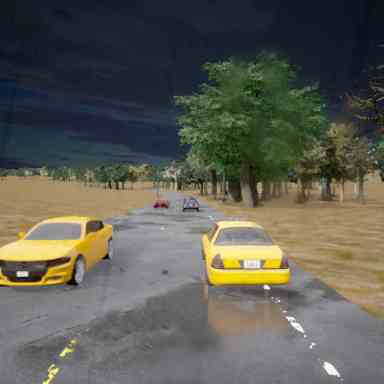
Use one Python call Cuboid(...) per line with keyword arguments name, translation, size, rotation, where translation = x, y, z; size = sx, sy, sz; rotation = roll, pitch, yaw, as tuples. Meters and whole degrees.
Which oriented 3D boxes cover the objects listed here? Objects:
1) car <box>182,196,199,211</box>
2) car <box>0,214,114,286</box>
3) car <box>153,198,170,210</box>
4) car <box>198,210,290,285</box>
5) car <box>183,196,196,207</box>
Cuboid(name="car", translation=(-0.141, 1.450, 38.206), size=(2.033, 1.411, 5.357), rotation=(0, 0, -1))
Cuboid(name="car", translation=(-3.612, 1.470, 9.579), size=(1.882, 1.535, 5.008), rotation=(0, 0, 0))
Cuboid(name="car", translation=(-3.768, 1.487, 41.512), size=(1.895, 1.301, 4.718), rotation=(0, 0, -1))
Cuboid(name="car", translation=(1.219, 1.448, 9.354), size=(1.801, 1.575, 5.366), rotation=(0, 0, 0))
Cuboid(name="car", translation=(-0.350, 1.373, 48.788), size=(1.812, 1.442, 4.674), rotation=(0, 0, -1))
